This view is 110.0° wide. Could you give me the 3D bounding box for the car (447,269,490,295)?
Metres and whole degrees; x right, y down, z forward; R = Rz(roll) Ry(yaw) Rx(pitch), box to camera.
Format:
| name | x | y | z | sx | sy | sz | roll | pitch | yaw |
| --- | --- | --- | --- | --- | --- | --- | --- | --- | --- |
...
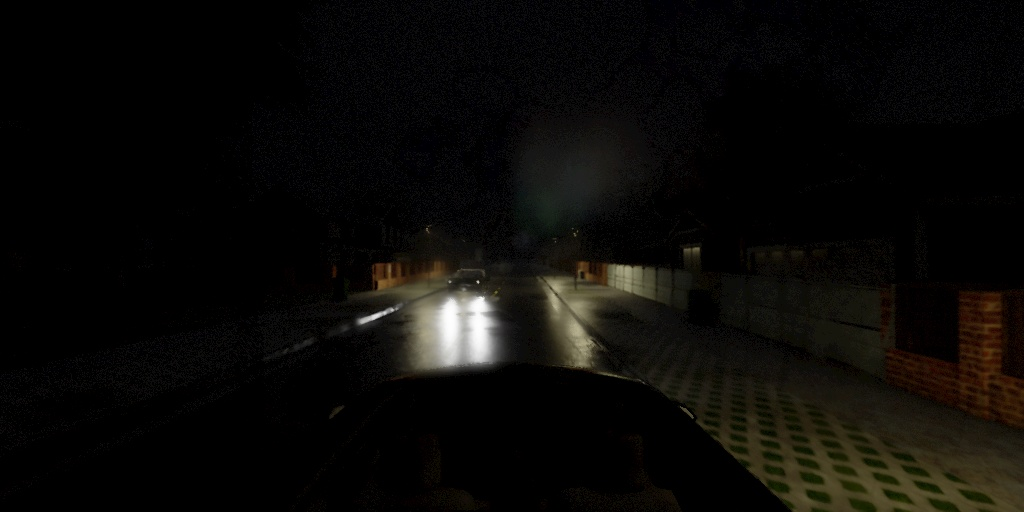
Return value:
| name | x | y | z | sx | sy | sz | roll | pitch | yaw |
| --- | --- | --- | --- | --- | --- | --- | --- | --- | --- |
| car | -2.364 | 1.402 | 20.339 | 1.895 | 1.301 | 4.718 | 0 | 0 | 2 |
